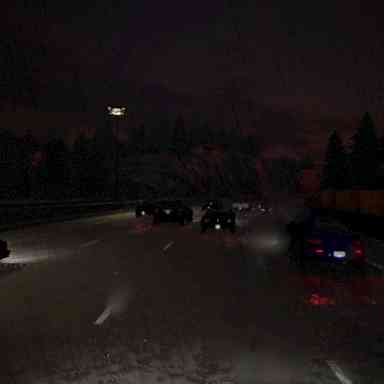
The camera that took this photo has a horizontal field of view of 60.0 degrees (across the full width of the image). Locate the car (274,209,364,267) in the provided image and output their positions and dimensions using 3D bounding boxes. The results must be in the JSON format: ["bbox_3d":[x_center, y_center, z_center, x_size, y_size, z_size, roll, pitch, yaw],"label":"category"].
[{"bbox_3d":[4.222,1.533,11.381,1.812,1.442,4.674,0,0,5],"label":"car"}]

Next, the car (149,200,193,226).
[{"bbox_3d":[-1.230,1.349,23.739,2.097,1.767,4.553,0,0,9],"label":"car"}]

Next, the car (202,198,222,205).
[{"bbox_3d":[2.487,1.508,40.207,1.837,1.490,4.892,0,0,15],"label":"car"}]

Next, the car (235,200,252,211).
[{"bbox_3d":[6.215,1.611,40.606,1.895,1.301,4.718,0,0,16],"label":"car"}]

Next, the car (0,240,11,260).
[{"bbox_3d":[-6.598,1.535,7.746,2.033,1.411,5.357,0,0,3],"label":"car"}]

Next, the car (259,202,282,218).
[{"bbox_3d":[6.957,1.559,29.547,2.033,1.411,5.357,0,0,12],"label":"car"}]

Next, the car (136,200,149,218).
[{"bbox_3d":[-3.584,1.497,30.201,1.837,1.490,4.892,0,0,12],"label":"car"}]

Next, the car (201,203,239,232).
[{"bbox_3d":[1.746,1.603,20.398,1.895,1.301,4.718,0,0,8],"label":"car"}]
